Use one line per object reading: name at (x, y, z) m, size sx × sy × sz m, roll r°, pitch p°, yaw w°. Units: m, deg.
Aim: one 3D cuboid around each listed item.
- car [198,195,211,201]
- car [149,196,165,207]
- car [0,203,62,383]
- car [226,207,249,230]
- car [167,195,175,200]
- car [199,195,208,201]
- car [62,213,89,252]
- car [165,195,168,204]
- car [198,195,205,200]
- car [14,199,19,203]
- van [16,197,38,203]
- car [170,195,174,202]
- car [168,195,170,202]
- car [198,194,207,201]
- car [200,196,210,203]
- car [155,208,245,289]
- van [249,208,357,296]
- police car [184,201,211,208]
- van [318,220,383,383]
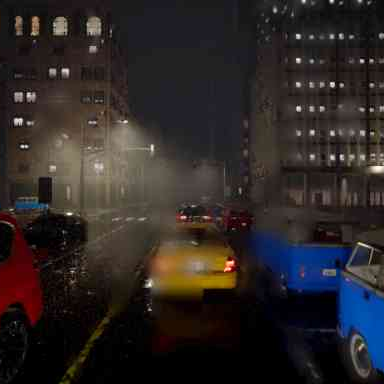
car at (2.698, 1.526, 63.271) m, size 2.008 × 1.369 × 4.403 m, roll 1°, pitch 0°, yaw 0°
car at (-5.683, 1.569, 51.969) m, size 1.802 × 1.307 × 4.206 m, roll 1°, pitch 0°, yaw 0°
car at (-3.095, 1.222, 2.259) m, size 2.150 × 2.045 × 5.566 m, roll 0°, pitch 0°, yaw 0°
car at (2.700, 1.544, 19.525) m, size 1.887 × 1.381 × 4.507 m, roll 1°, pitch 0°, yaw 0°
car at (-5.683, 1.467, 91.360) m, size 1.752 × 1.417 × 4.829 m, roll 1°, pitch 0°, yaw 0°
car at (2.697, 1.506, 80.225) m, size 2.008 × 1.369 × 4.403 m, roll 1°, pitch 0°, yaw 0°
car at (-5.681, 1.566, 13.954) m, size 1.947 × 1.339 × 4.313 m, roll 1°, pitch 0°, yaw 0°
car at (-5.680, 1.421, 57.621) m, size 1.967 × 1.590 × 4.097 m, roll 1°, pitch 0°, yaw 0°
car at (2.697, 1.467, 91.699) m, size 1.752 × 1.417 × 4.829 m, roll 1°, pitch 0°, yaw 0°
car at (-19.845, 1.618, 32.456) m, size 4.403 × 1.369 × 2.008 m, roll 0°, pitch 0°, yaw 1°
van at (-19.737, 1.522, 40.838) m, size 3.998 × 1.788 × 1.690 m, roll 0°, pitch 0°, yaw 1°
car at (-5.683, 1.513, 74.575) m, size 2.008 × 1.369 × 4.403 m, roll 1°, pitch 0°, yaw 0°
car at (-5.683, 1.557, 63.272) m, size 1.802 × 1.307 × 4.206 m, roll 1°, pitch 0°, yaw 0°
car at (2.698, 1.389, 85.878) m, size 1.967 × 1.590 × 4.097 m, roll 1°, pitch 0°, yaw 0°
car at (2.698, 1.513, 68.923) m, size 1.887 × 1.381 × 4.507 m, roll 1°, pitch 0°, yaw 0°
car at (0.097, 1.457, 9.131) m, size 1.801 × 1.575 × 5.366 m, roll 0°, pitch 0°, yaw 0°
van at (2.703, 1.342, 8.371) m, size 1.690 × 1.788 × 3.998 m, roll 1°, pitch 0°, yaw 0°
police car at (0.103, 1.504, 19.451) m, size 2.038 × 1.542 × 4.974 m, roll 0°, pitch 0°, yaw 0°
van at (2.703, 1.342, 2.795) m, size 1.690 × 1.788 × 3.998 m, roll 1°, pitch 0°, yaw 0°
